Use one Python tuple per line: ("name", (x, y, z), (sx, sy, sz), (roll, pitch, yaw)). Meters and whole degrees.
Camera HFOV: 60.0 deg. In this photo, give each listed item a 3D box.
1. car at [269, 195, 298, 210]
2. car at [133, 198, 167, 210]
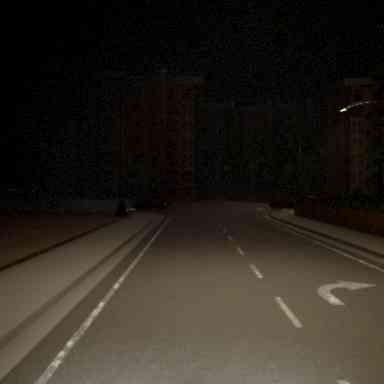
("car", (11.026, 1.070, 37.027), (4.553, 1.767, 2.097), (0, 1, -6))
("car", (-5.138, 1.445, 40.491), (4.181, 1.385, 1.994), (-1, 0, 23))
